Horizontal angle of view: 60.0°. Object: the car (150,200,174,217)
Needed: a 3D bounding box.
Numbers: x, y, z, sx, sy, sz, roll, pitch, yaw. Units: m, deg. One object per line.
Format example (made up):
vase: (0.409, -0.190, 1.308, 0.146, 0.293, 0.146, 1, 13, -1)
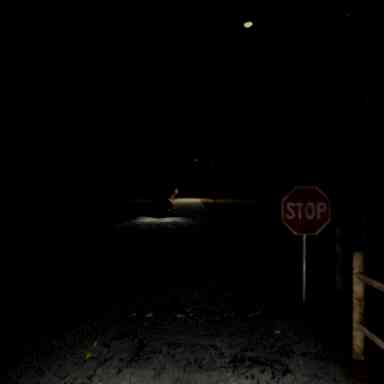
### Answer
car: (-2.702, 1.466, 30.397, 1.882, 1.535, 5.008, 0, 1, -1)
